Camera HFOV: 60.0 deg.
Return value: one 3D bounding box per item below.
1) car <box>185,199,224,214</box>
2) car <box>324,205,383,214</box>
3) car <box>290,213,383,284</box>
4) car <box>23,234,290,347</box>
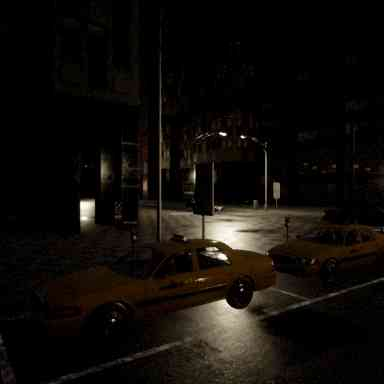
[{"bbox_3d":[1.250,1.408,33.916,2.128,1.511,4.902,0,0,-36],"label":"car"},{"bbox_3d":[10.958,1.516,20.798,2.033,1.411,5.357,0,0,-40],"label":"car"},{"bbox_3d":[4.099,1.526,9.548,4.829,1.417,1.752,0,0,-35],"label":"car"},{"bbox_3d":[-0.468,1.526,6.305,4.829,1.417,1.752,0,0,-35],"label":"car"}]
